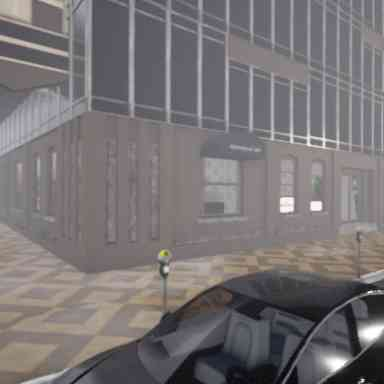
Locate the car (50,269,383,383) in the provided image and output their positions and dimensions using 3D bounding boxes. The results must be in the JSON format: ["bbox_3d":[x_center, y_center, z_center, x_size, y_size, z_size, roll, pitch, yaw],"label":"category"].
[{"bbox_3d":[0.766,1.570,3.191,4.313,1.339,1.947,0,0,-38],"label":"car"}]
